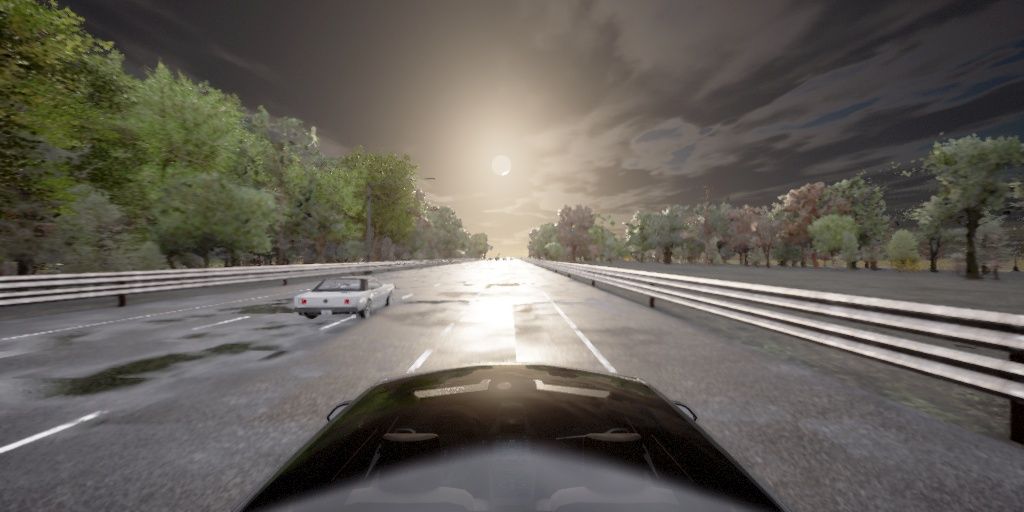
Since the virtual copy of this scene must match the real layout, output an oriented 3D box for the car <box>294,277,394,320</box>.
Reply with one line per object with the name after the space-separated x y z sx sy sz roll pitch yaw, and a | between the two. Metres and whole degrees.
-5.613 1.373 12.745 1.895 1.301 4.718 0 0 -5 | car
